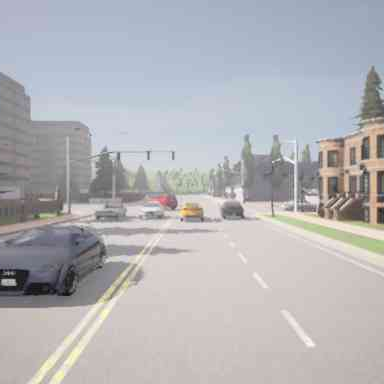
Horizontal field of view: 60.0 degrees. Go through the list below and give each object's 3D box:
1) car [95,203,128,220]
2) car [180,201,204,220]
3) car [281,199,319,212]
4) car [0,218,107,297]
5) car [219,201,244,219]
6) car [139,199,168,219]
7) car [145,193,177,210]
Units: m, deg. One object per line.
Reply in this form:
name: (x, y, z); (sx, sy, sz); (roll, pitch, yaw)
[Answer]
car: (-7.004, 1.669, 29.146); (1.895, 1.301, 4.718); (0, 0, 0)
car: (0.030, 1.544, 28.420); (1.882, 1.535, 5.008); (0, 0, 1)
car: (12.991, 1.617, 39.715); (4.674, 1.442, 1.812); (0, -1, -2)
car: (-3.597, 1.584, 8.519); (1.994, 1.385, 4.181); (0, 0, 0)
car: (3.532, 1.575, 29.972); (1.837, 1.490, 4.892); (0, 0, 0)
car: (-3.499, 1.602, 29.648); (1.812, 1.442, 4.674); (0, 0, 0)
car: (-4.234, 1.322, 43.532); (2.150, 2.045, 5.566); (1, -1, -42)
